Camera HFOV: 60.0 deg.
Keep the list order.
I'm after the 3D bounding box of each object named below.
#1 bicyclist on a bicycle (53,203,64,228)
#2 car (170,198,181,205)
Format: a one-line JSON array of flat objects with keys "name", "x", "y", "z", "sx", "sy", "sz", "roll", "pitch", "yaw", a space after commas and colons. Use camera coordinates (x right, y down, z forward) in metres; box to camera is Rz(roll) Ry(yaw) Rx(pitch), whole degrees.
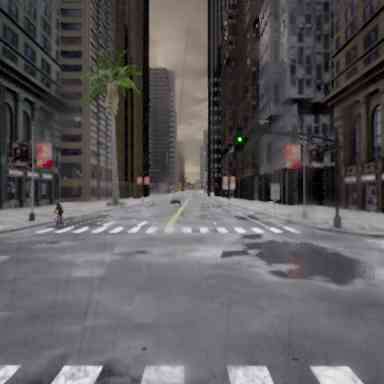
[{"name": "bicyclist on a bicycle", "x": -8.679, "y": 1.510, "z": 21.749, "sx": 0.582, "sy": 1.620, "sz": 1.656, "roll": 0, "pitch": 0, "yaw": 0}, {"name": "car", "x": -3.049, "y": 1.713, "z": 62.286, "sx": 1.895, "sy": 1.301, "sz": 4.718, "roll": 0, "pitch": 0, "yaw": 0}]
